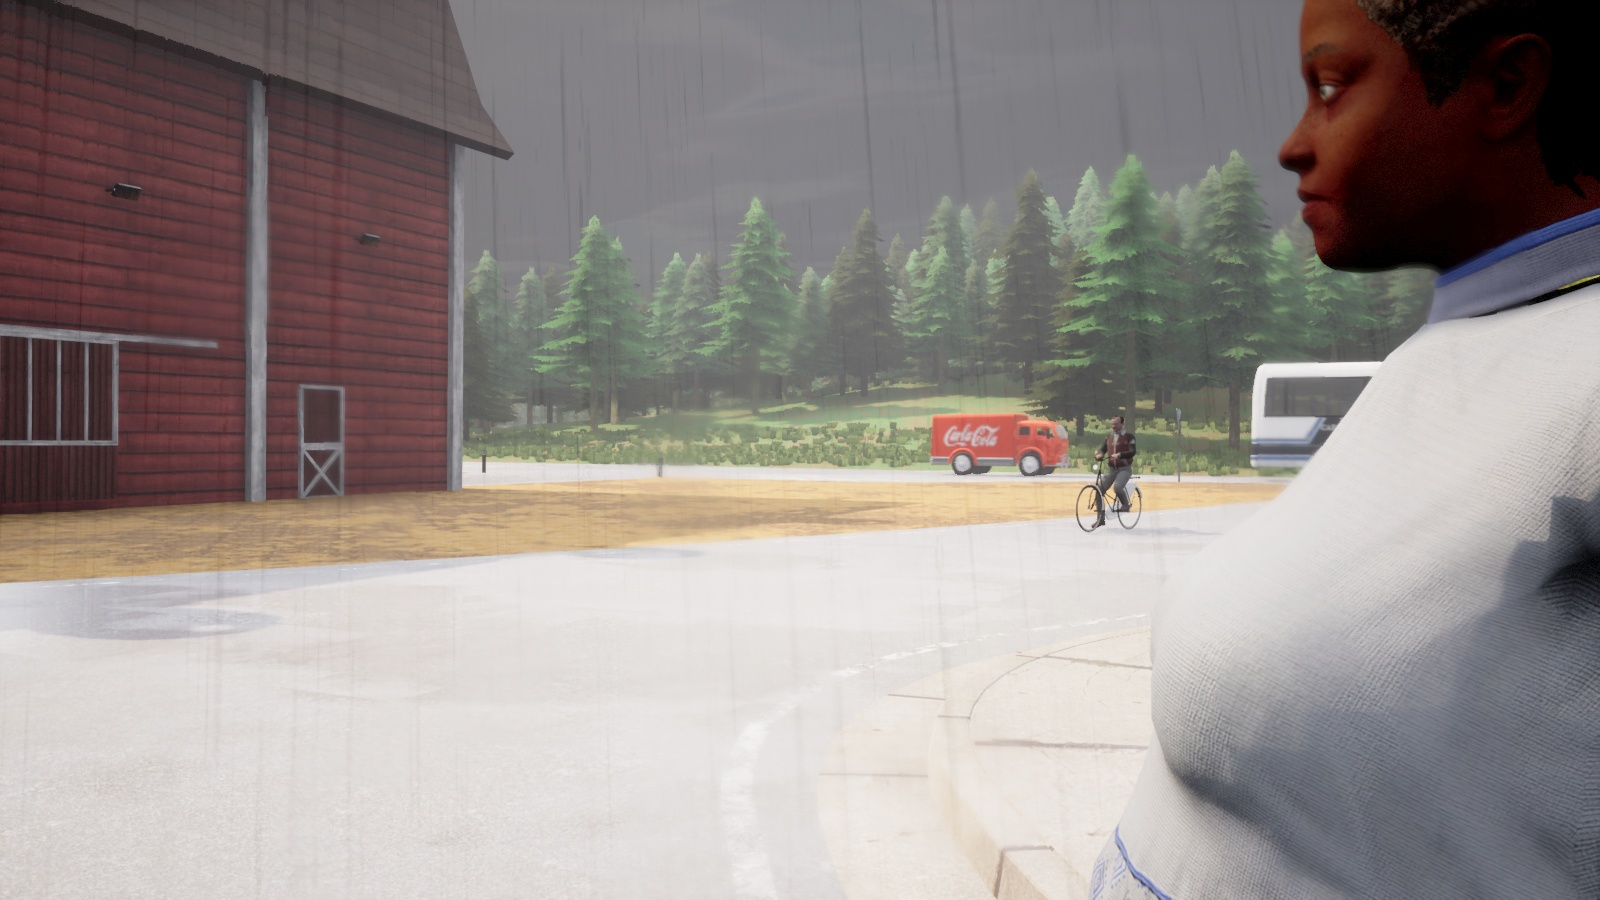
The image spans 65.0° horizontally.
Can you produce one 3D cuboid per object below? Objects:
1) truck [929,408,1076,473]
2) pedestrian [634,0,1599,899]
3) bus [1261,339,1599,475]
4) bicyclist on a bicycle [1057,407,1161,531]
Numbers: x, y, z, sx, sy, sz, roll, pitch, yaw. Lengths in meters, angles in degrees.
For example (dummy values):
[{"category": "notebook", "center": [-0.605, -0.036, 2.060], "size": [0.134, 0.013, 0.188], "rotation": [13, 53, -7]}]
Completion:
[{"category": "truck", "center": [8.061, -0.352, 49.850], "size": [5.204, 2.467, 2.627], "rotation": [0, 0, 26]}, {"category": "pedestrian", "center": [0.492, 0.512, 0.896], "size": [0.900, 1.855, 0.874], "rotation": [0, 0, 19]}, {"category": "bus", "center": [21.573, -1.327, 43.322], "size": [10.273, 4.253, 3.944], "rotation": [-1, 0, 26]}, {"category": "bicyclist on a bicycle", "center": [4.671, 0.267, 18.921], "size": [1.843, 1.776, 0.659], "rotation": [-1, 0, -45]}]
